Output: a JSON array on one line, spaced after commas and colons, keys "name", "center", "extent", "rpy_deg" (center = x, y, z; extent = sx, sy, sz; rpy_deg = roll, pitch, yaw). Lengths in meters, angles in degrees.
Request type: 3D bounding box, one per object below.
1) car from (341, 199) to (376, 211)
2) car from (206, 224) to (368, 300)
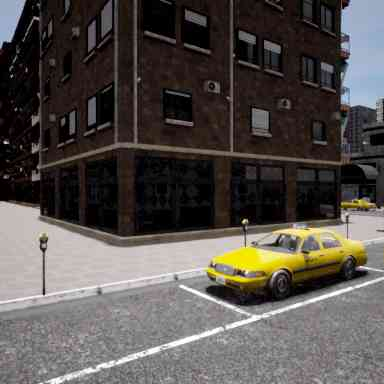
[{"name": "car", "center": [19.235, 1.470, 39.617], "extent": [1.752, 1.417, 4.829], "rpy_deg": [0, 0, -35]}, {"name": "car", "center": [2.562, 1.526, 8.395], "extent": [4.829, 1.417, 1.752], "rpy_deg": [0, 0, -36]}]
